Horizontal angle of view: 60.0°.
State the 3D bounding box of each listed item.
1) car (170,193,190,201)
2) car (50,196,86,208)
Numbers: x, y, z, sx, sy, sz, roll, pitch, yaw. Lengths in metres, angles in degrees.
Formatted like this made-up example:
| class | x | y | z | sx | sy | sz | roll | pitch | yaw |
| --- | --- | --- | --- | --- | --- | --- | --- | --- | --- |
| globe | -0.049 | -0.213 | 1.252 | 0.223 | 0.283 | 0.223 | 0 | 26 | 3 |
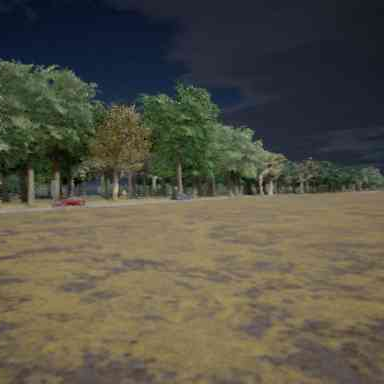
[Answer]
| class | x | y | z | sx | sy | sz | roll | pitch | yaw |
| --- | --- | --- | --- | --- | --- | --- | --- | --- | --- |
| car | -2.209 | 0.964 | 62.664 | 1.994 | 1.385 | 4.181 | -3 | -1 | 36 |
| car | -16.064 | 1.281 | 43.397 | 1.812 | 1.442 | 4.674 | -3 | -1 | 36 |
